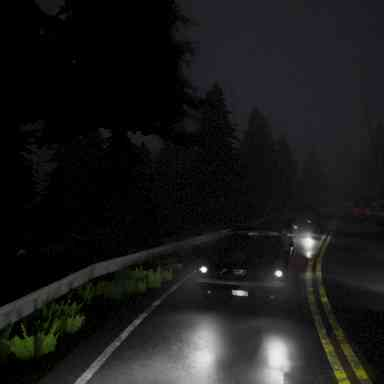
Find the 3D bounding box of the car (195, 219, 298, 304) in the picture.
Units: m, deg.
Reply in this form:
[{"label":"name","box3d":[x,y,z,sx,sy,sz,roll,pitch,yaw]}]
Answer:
[{"label":"car","box3d":[1.580,1.598,8.415,1.895,1.301,4.718,-1,0,18]}]

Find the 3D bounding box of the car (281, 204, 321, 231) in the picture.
[{"label":"car","box3d":[6.655,1.460,20.059,2.033,1.411,5.357,-2,0,26]}]

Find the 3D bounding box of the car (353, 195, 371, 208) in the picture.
[{"label":"car","box3d":[20.602,1.058,40.249,2.128,1.511,4.902,-2,0,28]}]
